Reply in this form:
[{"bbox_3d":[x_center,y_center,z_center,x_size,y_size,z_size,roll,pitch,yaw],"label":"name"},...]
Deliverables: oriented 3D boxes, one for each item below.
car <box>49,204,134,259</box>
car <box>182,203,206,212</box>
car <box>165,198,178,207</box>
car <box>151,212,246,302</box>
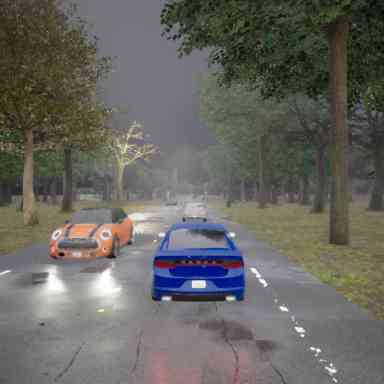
[{"bbox_3d":[-3.559,1.366,12.578,2.097,1.767,4.553,0,0,0],"label":"car"},{"bbox_3d":[0.187,1.579,26.879,1.812,1.442,4.674,0,0,0],"label":"car"},{"bbox_3d":[-3.319,1.733,55.555,1.837,1.490,4.892,0,0,0],"label":"car"},{"bbox_3d":[0.129,1.484,8.366,1.882,1.535,5.008,0,0,0],"label":"car"}]
